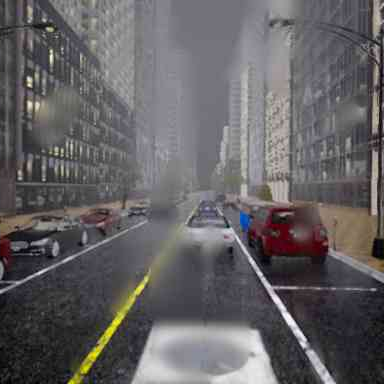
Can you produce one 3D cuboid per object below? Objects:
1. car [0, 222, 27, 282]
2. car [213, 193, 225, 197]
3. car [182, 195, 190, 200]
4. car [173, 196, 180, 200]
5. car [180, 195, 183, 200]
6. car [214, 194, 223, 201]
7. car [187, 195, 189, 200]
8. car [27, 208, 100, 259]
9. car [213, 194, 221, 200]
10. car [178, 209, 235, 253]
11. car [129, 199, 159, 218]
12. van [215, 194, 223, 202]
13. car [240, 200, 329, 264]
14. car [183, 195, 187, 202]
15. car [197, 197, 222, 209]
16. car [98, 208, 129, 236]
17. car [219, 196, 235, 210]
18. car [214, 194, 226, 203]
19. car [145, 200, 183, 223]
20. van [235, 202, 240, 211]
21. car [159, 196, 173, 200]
[{"bbox_3d":[-5.454,1.496,6.541,1.887,1.381,4.507,0,0,3],"label":"car"},{"bbox_3d":[5.486,1.286,62.941,2.192,1.841,5.009,0,0,3],"label":"car"},{"bbox_3d":[-1.601,1.432,91.709,2.008,1.369,4.403,0,0,3],"label":"car"},{"bbox_3d":[-3.399,1.498,51.963,1.802,1.307,4.206,0,0,3],"label":"car"},{"bbox_3d":[-3.142,1.352,57.641,1.967,1.590,4.097,0,0,3],"label":"car"},{"bbox_3d":[6.257,1.396,79.974,1.967,1.590,4.097,0,0,3],"label":"car"},{"bbox_3d":[-2.115,1.458,80.353,1.947,1.339,4.313,0,0,3],"label":"car"},{"bbox_3d":[-5.198,1.498,12.219,2.008,1.369,4.403,0,0,3],"label":"car"},{"bbox_3d":[6.770,1.385,91.330,1.967,1.590,4.097,0,0,3],"label":"car"},{"bbox_3d":[0.676,1.591,13.730,1.895,1.301,4.718,0,0,3],"label":"car"},{"bbox_3d":[-4.427,1.485,29.253,2.008,1.369,4.403,0,0,3],"label":"car"},{"bbox_3d":[6.000,1.302,74.296,1.690,1.788,3.998,0,0,3],"label":"van"},{"bbox_3d":[3.174,1.326,11.840,2.192,1.841,5.009,0,0,3],"label":"car"},{"bbox_3d":[-2.636,1.427,68.828,1.752,1.417,4.829,0,0,3],"label":"car"},{"bbox_3d":[1.488,1.524,31.725,2.033,1.411,5.357,0,0,3],"label":"car"},{"bbox_3d":[-4.941,1.525,17.897,1.802,1.307,4.206,0,0,3],"label":"car"},{"bbox_3d":[4.459,1.540,40.229,2.008,1.369,4.403,0,0,3],"label":"car"},{"bbox_3d":[5.743,1.281,68.619,2.192,1.841,5.009,0,0,3],"label":"car"},{"bbox_3d":[-2.008,1.521,25.012,1.994,1.385,4.181,0,0,3],"label":"car"},{"bbox_3d":[3.431,1.348,17.518,1.690,1.788,3.998,0,0,3],"label":"van"},{"bbox_3d":[-3.913,1.476,40.608,2.008,1.369,4.403,0,0,3],"label":"car"}]
